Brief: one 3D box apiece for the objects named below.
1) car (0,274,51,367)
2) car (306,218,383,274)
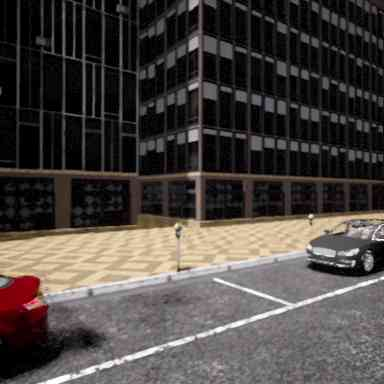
[{"bbox_3d":[-3.889,1.584,3.782,4.206,1.307,1.802,0,0,-36],"label":"car"},{"bbox_3d":[5.380,1.537,10.395,4.403,1.369,2.008,0,0,-36],"label":"car"}]
